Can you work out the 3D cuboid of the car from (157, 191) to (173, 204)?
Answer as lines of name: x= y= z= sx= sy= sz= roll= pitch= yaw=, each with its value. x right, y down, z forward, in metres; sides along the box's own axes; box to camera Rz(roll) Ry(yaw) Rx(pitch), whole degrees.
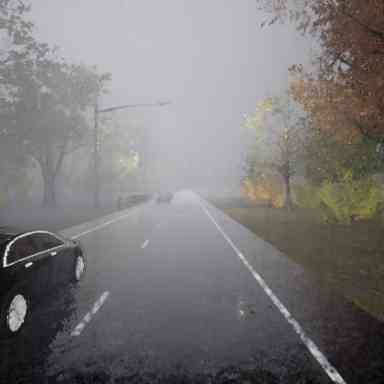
car: x=-4.047 y=0.974 z=48.420 sx=2.128 sy=1.511 sz=4.902 roll=0 pitch=1 yaw=-1

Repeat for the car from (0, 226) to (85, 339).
car: x=-3.571 y=1.424 z=6.424 sx=1.837 sy=1.490 sz=4.892 roll=0 pitch=1 yaw=-1

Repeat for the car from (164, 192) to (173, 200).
car: x=-4.840 y=0.799 z=67.627 sx=1.812 sy=1.442 sz=4.674 roll=0 pitch=1 yaw=-4
